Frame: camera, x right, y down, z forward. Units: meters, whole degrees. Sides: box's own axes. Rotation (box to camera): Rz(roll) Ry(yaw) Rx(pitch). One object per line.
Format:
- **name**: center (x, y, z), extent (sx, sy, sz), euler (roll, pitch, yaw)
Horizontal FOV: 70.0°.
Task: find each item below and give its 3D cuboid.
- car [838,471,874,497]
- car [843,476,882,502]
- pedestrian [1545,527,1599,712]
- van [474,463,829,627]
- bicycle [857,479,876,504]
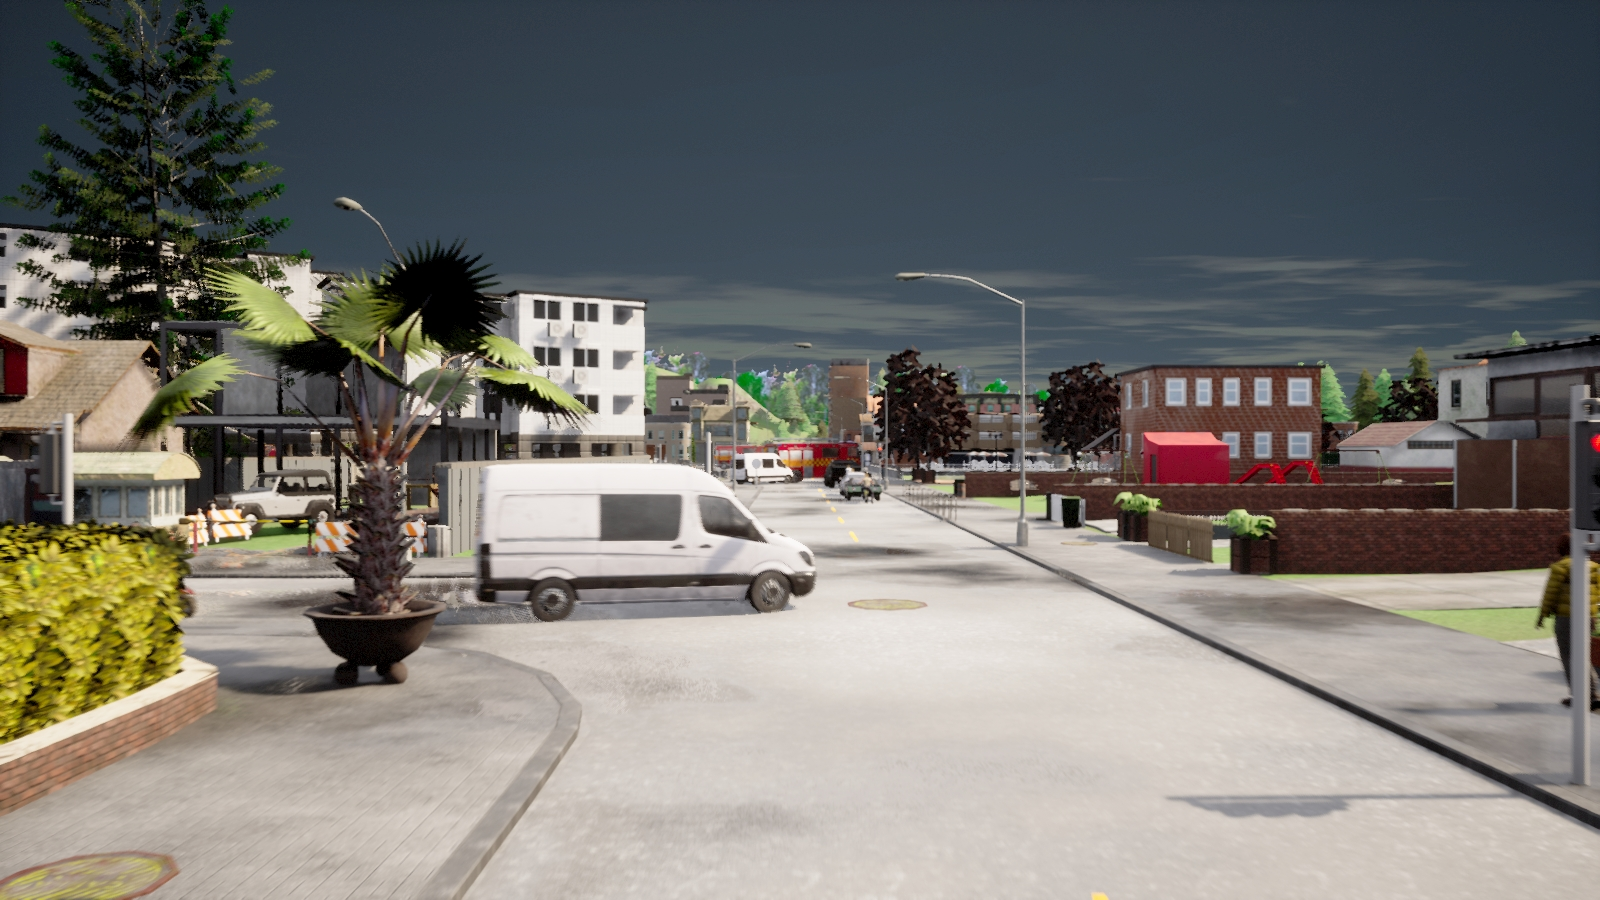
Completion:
- **car**: center (3.445, 2.081, 70.795), extent (2.002, 1.442, 4.674), euler (0, 0, 0)
- **car**: center (3.456, 2.155, 64.253), extent (1.895, 1.301, 4.718), euler (0, 0, 0)
- **pedestrian**: center (8.030, 1.744, 11.844), extent (0.375, 1.860, 0.375), euler (0, 0, -2)
- **van**: center (-2.623, 1.534, 19.980), extent (5.915, 2.561, 1.988), euler (0, 1, -16)
- **bicycle**: center (3.455, 2.158, 59.437), extent (0.859, 1.276, 1.487), euler (0, 0, -1)
